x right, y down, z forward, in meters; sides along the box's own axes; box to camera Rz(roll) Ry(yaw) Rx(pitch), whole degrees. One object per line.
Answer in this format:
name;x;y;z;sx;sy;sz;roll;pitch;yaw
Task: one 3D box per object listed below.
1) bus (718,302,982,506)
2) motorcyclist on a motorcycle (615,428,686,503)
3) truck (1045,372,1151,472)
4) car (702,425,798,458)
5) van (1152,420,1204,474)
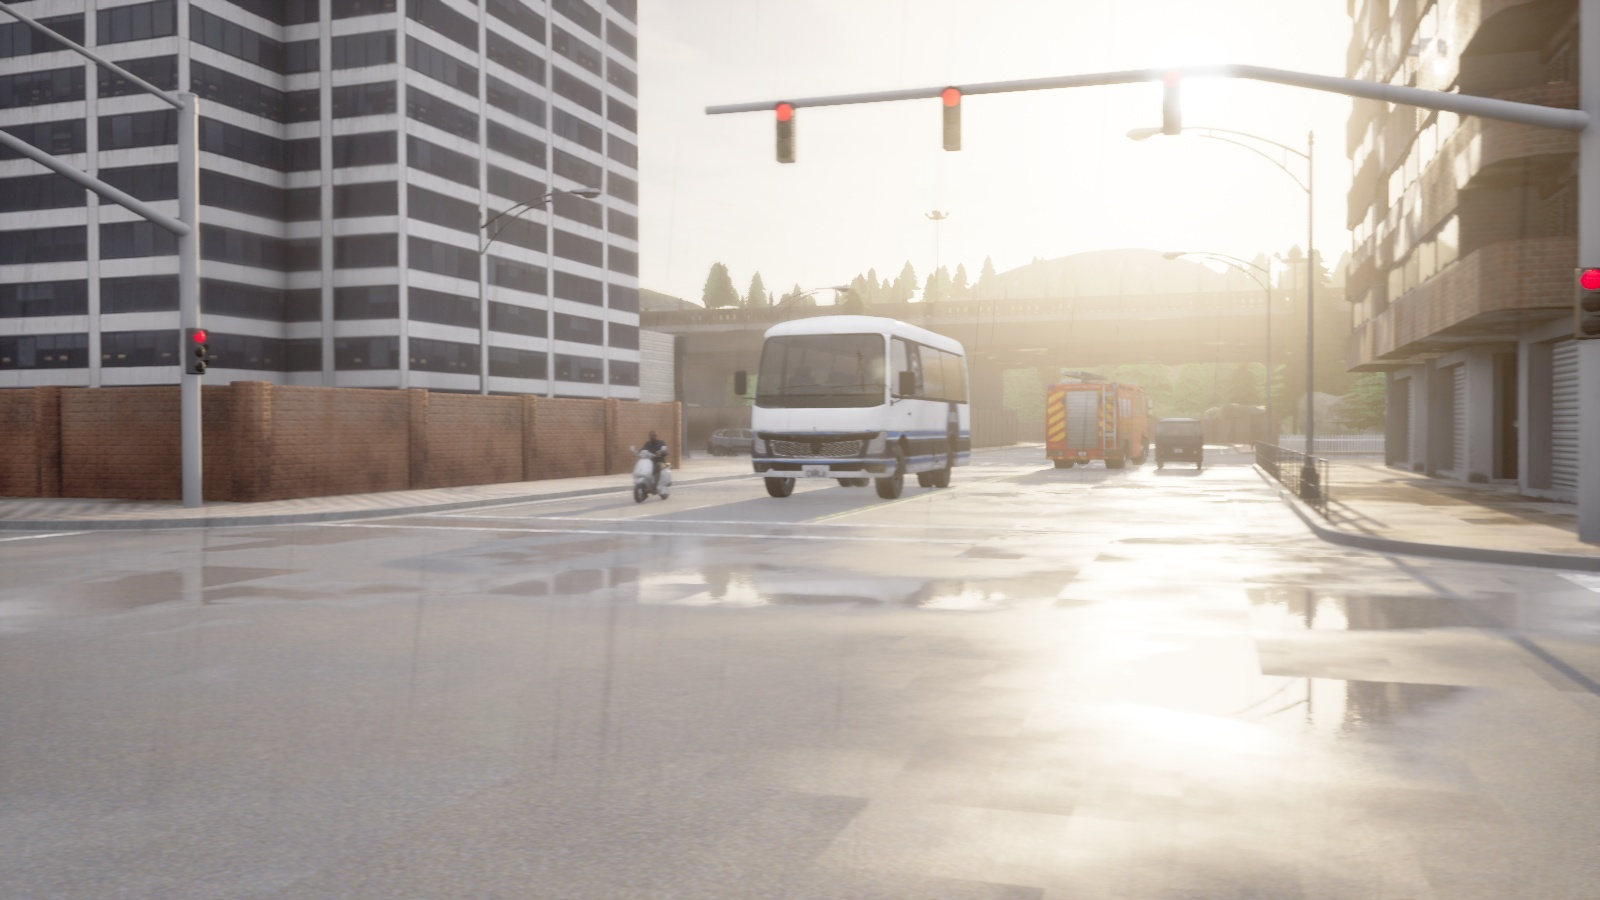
bus;1.698;-1.051;31.668;3.944;4.253;10.273;1;1;18
motorcyclist on a motorcycle;-3.291;0.323;27.762;0.866;1.590;1.817;1;1;18
truck;12.582;-1.130;52.428;2.891;3.827;8.468;0;1;23
car;-2.656;-0.472;67.283;4.611;1.667;2.242;1;1;18
van;14.741;-0.148;48.844;1.775;1.987;4.442;1;1;18
